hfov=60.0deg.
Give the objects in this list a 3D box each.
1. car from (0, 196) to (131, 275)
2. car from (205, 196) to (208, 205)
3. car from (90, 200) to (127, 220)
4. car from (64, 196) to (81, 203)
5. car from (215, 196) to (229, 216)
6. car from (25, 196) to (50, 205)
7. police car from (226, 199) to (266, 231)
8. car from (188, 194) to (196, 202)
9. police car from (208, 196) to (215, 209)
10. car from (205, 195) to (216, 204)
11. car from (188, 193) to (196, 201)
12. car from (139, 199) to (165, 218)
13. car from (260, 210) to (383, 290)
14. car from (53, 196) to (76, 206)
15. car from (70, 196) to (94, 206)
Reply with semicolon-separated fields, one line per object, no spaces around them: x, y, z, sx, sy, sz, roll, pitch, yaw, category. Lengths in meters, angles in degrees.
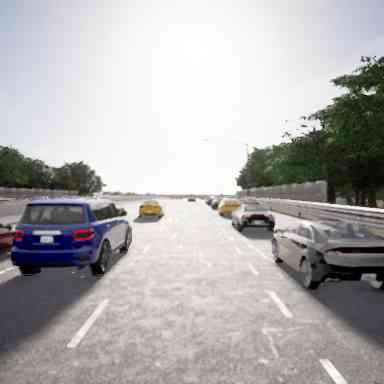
-3.403;1.191;10.481;2.150;2.045;5.566;0;0;0;car
3.485;1.415;53.104;2.163;1.488;4.792;0;0;0;car
-6.907;1.451;27.988;1.994;1.385;4.181;0;0;0;car
-24.519;1.600;68.460;1.994;1.385;4.181;0;-1;0;car
3.492;1.354;31.041;1.882;1.535;5.008;0;0;0;car
-28.023;1.473;60.502;2.128;1.511;4.902;0;0;0;car
3.495;1.431;20.024;2.038;1.542;4.974;0;0;0;police car
-0.029;1.610;73.687;1.895;1.301;4.718;0;-1;0;car
3.488;1.373;42.060;2.038;1.542;4.974;0;0;0;police car
3.482;1.464;64.277;1.801;1.575;5.366;0;-1;0;car
-0.031;1.458;91.798;2.150;2.045;5.566;0;-1;0;car
-3.407;1.361;28.895;1.882;1.535;5.008;0;0;0;car
3.498;1.466;9.009;2.128;1.511;4.902;0;0;0;car
-21.058;1.429;55.233;1.837;1.490;4.892;0;0;1;car
-17.570;1.404;53.359;2.128;1.511;4.902;0;0;0;car
